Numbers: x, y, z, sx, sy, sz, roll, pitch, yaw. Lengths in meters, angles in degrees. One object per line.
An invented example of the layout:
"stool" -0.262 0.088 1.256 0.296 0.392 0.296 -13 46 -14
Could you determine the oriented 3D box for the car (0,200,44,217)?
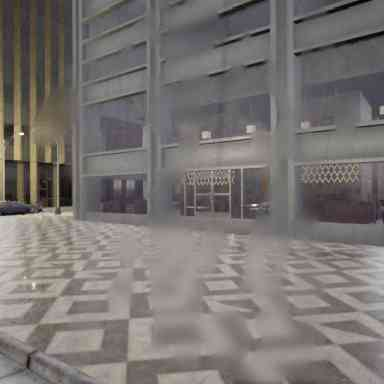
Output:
"car" -15.472 1.422 28.160 2.033 1.411 5.357 0 0 35
